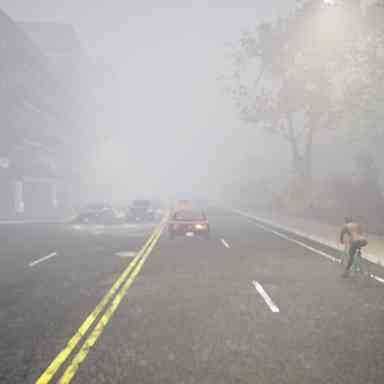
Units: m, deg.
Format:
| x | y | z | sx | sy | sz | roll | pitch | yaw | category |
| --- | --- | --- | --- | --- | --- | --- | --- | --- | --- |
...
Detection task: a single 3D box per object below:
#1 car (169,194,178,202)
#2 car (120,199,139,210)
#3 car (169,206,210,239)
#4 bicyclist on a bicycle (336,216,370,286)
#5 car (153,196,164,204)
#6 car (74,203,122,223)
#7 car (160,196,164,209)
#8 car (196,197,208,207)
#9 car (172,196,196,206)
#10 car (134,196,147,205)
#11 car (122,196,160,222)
| x | y | z | sx | sy | sz | roll | pitch | yaw | category |
| --- | --- | --- | --- | --- | --- | --- | --- | --- | --- |
| -3.869 | 1.294 | 71.818 | 2.097 | 1.767 | 4.553 | 0 | 0 | -6 | car |
| -8.081 | 1.578 | 43.693 | 1.895 | 1.301 | 4.718 | 0 | 0 | -4 | car |
| -0.159 | 1.593 | 17.099 | 1.895 | 1.301 | 4.718 | 0 | 0 | -1 | car |
| 4.058 | 1.447 | 8.453 | 0.582 | 1.620 | 1.656 | 0 | 0 | -1 | bicyclist on a bicycle |
| -6.235 | 1.505 | 62.548 | 2.033 | 1.411 | 5.357 | 0 | 0 | -5 | car |
| -7.255 | 1.538 | 25.625 | 2.033 | 1.411 | 5.357 | 0 | 0 | 1 | car |
| -4.935 | 1.464 | 45.359 | 2.128 | 1.511 | 4.902 | 0 | 0 | -4 | car |
| 1.350 | 1.524 | 51.082 | 1.994 | 1.385 | 4.181 | 0 | 0 | -4 | car |
| -0.887 | 1.456 | 35.280 | 1.882 | 1.535 | 5.008 | 0 | 0 | -3 | car |
| -9.300 | 1.438 | 60.113 | 1.882 | 1.535 | 5.008 | 0 | 0 | -5 | car |
| -3.922 | 1.340 | 26.180 | 2.097 | 1.767 | 4.553 | 0 | 0 | -2 | car |
